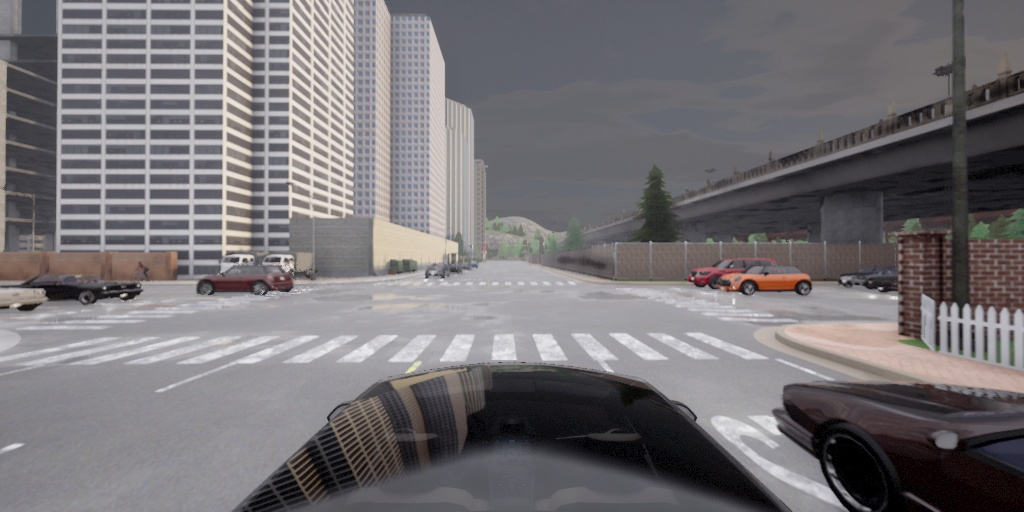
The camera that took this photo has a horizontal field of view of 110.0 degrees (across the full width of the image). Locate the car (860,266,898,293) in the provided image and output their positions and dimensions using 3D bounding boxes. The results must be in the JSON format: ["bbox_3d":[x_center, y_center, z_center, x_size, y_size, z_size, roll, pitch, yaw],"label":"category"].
[{"bbox_3d":[23.695,1.470,20.499,5.357,1.411,2.033,0,0,0],"label":"car"}]

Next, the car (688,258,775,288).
[{"bbox_3d":[14.802,1.167,23.932,5.566,2.045,2.150,0,0,0],"label":"car"}]

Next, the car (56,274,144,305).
[{"bbox_3d":[-20.048,1.501,16.458,4.718,1.301,1.895,0,0,-1],"label":"car"}]

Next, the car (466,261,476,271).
[{"bbox_3d":[-7.589,1.652,57.610,2.033,1.411,5.357,0,0,0],"label":"car"}]

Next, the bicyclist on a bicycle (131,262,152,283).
[{"bbox_3d":[-29.271,1.277,28.371,0.582,1.620,1.656,0,0,0],"label":"bicyclist on a bicycle"}]

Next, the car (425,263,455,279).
[{"bbox_3d":[-7.412,1.460,36.052,2.128,1.511,4.902,0,0,-1],"label":"car"}]

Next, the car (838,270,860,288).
[{"bbox_3d":[24.714,1.436,24.010,4.902,1.511,2.128,0,0,0],"label":"car"}]

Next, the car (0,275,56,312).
[{"bbox_3d":[-20.148,1.479,12.957,4.718,1.301,1.895,0,0,0],"label":"car"}]

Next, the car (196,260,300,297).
[{"bbox_3d":[-14.880,1.275,20.055,4.553,1.767,2.097,0,0,4],"label":"car"}]

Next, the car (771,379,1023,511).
[{"bbox_3d":[3.461,1.293,1.083,2.033,1.411,5.357,0,0,1],"label":"car"}]

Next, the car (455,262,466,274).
[{"bbox_3d":[-7.504,1.632,45.960,1.895,1.301,4.718,0,0,0],"label":"car"}]

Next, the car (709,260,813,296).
[{"bbox_3d":[14.220,1.275,20.426,4.553,1.767,2.097,0,0,0],"label":"car"}]
